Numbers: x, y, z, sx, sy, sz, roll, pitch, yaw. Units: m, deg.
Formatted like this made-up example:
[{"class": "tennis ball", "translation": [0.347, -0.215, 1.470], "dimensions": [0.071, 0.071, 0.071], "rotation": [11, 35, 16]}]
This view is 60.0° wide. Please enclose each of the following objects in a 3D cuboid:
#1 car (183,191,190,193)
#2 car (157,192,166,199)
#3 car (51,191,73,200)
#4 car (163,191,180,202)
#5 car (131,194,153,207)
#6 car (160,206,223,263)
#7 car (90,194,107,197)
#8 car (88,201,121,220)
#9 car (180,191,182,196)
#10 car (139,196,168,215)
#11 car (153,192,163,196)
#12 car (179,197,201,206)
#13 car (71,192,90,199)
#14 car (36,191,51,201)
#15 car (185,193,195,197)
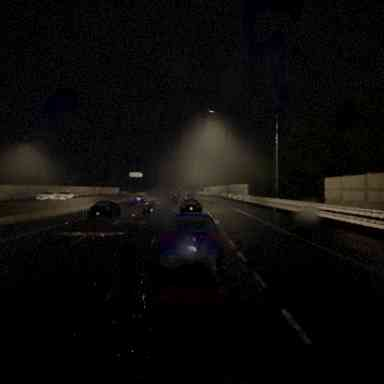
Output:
[{"class": "car", "translation": [-0.541, 0.979, 75.186], "dimensions": [1.882, 1.535, 5.008], "rotation": [0, 1, -1]}, {"class": "car", "translation": [-7.692, 0.777, 84.709], "dimensions": [2.097, 1.767, 4.553], "rotation": [0, 1, -1]}, {"class": "car", "translation": [-24.906, 0.821, 65.318], "dimensions": [2.150, 2.045, 5.566], "rotation": [0, 0, -1]}, {"class": "car", "translation": [-3.887, 0.951, 63.882], "dimensions": [2.097, 1.767, 4.553], "rotation": [0, 0, -1]}, {"class": "car", "translation": [-7.205, 1.089, 47.085], "dimensions": [2.097, 1.767, 4.553], "rotation": [0, 0, -1]}, {"class": "car", "translation": [-0.009, 1.479, 11.993], "dimensions": [1.882, 1.535, 5.008], "rotation": [0, 0, 0]}, {"class": "car", "translation": [-17.908, 1.068, 65.486], "dimensions": [1.882, 1.535, 5.008], "rotation": [0, 1, -1]}, {"class": "car", "translation": [-7.064, 1.422, 27.168], "dimensions": [1.812, 1.442, 4.674], "rotation": [0, 0, 0]}, {"class": "car", "translation": [-4.362, 0.837, 94.362], "dimensions": [1.837, 1.490, 4.892], "rotation": [0, 0, -1]}, {"class": "car", "translation": [-3.591, 1.381, 31.973], "dimensions": [1.812, 1.442, 4.674], "rotation": [0, 0, 0]}, {"class": "car", "translation": [-7.418, 1.088, 66.341], "dimensions": [1.837, 1.490, 4.892], "rotation": [0, 0, -1]}, {"class": "car", "translation": [-0.086, 1.424, 31.170], "dimensions": [1.994, 1.385, 4.181], "rotation": [0, 0, 0]}, {"class": "car", "translation": [-21.407, 1.133, 65.399], "dimensions": [2.033, 1.411, 5.357], "rotation": [0, 0, -1]}, {"class": "car", "translation": [-28.406, 0.824, 65.269], "dimensions": [2.150, 2.045, 5.566], "rotation": [0, 0, -1]}, {"class": "car", "translation": [-0.242, 1.301, 51.187], "dimensions": [1.895, 1.301, 4.718], "rotation": [0, 0, -1]}]
